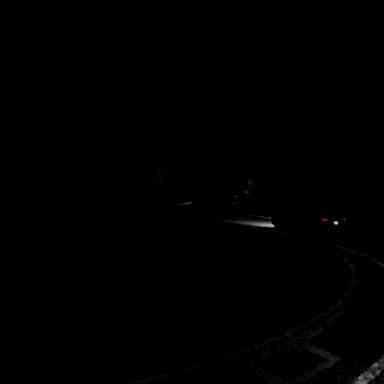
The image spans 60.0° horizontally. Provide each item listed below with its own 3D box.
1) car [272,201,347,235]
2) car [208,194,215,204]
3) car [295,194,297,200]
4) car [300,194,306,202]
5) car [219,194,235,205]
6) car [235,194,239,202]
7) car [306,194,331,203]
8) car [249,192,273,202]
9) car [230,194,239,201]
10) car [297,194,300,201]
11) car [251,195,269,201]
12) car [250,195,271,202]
[{"bbox_3d":[6.293,1.462,18.249,1.994,1.385,4.181,1,0,-24],"label":"car"},{"bbox_3d":[2.993,1.190,61.366,2.097,1.767,4.553,1,0,12],"label":"car"},{"bbox_3d":[31.038,1.840,88.901,5.008,1.535,2.097,1,0,11],"label":"car"},{"bbox_3d":[28.939,1.572,77.930,5.566,2.045,2.435,1,0,11],"label":"car"},{"bbox_3d":[6.024,1.393,59.308,1.882,1.535,5.008,1,0,12],"label":"car"},{"bbox_3d":[8.548,1.475,72.158,2.128,1.511,4.902,1,0,11],"label":"car"},{"bbox_3d":[27.823,1.675,72.259,4.553,1.767,2.185,1,1,11],"label":"car"},{"bbox_3d":[16.024,1.263,77.295,5.566,2.045,2.435,1,0,11],"label":"car"},{"bbox_3d":[10.555,1.267,82.098,1.882,1.535,5.008,1,0,11],"label":"car"},{"bbox_3d":[30.512,1.839,86.127,4.892,1.521,2.231,1,0,11],"label":"car"},{"bbox_3d":[18.687,1.580,91.171,4.674,1.452,2.002,1,0,11],"label":"car"},{"bbox_3d":[17.096,1.528,82.845,5.008,1.535,2.097,1,0,11],"label":"car"}]
